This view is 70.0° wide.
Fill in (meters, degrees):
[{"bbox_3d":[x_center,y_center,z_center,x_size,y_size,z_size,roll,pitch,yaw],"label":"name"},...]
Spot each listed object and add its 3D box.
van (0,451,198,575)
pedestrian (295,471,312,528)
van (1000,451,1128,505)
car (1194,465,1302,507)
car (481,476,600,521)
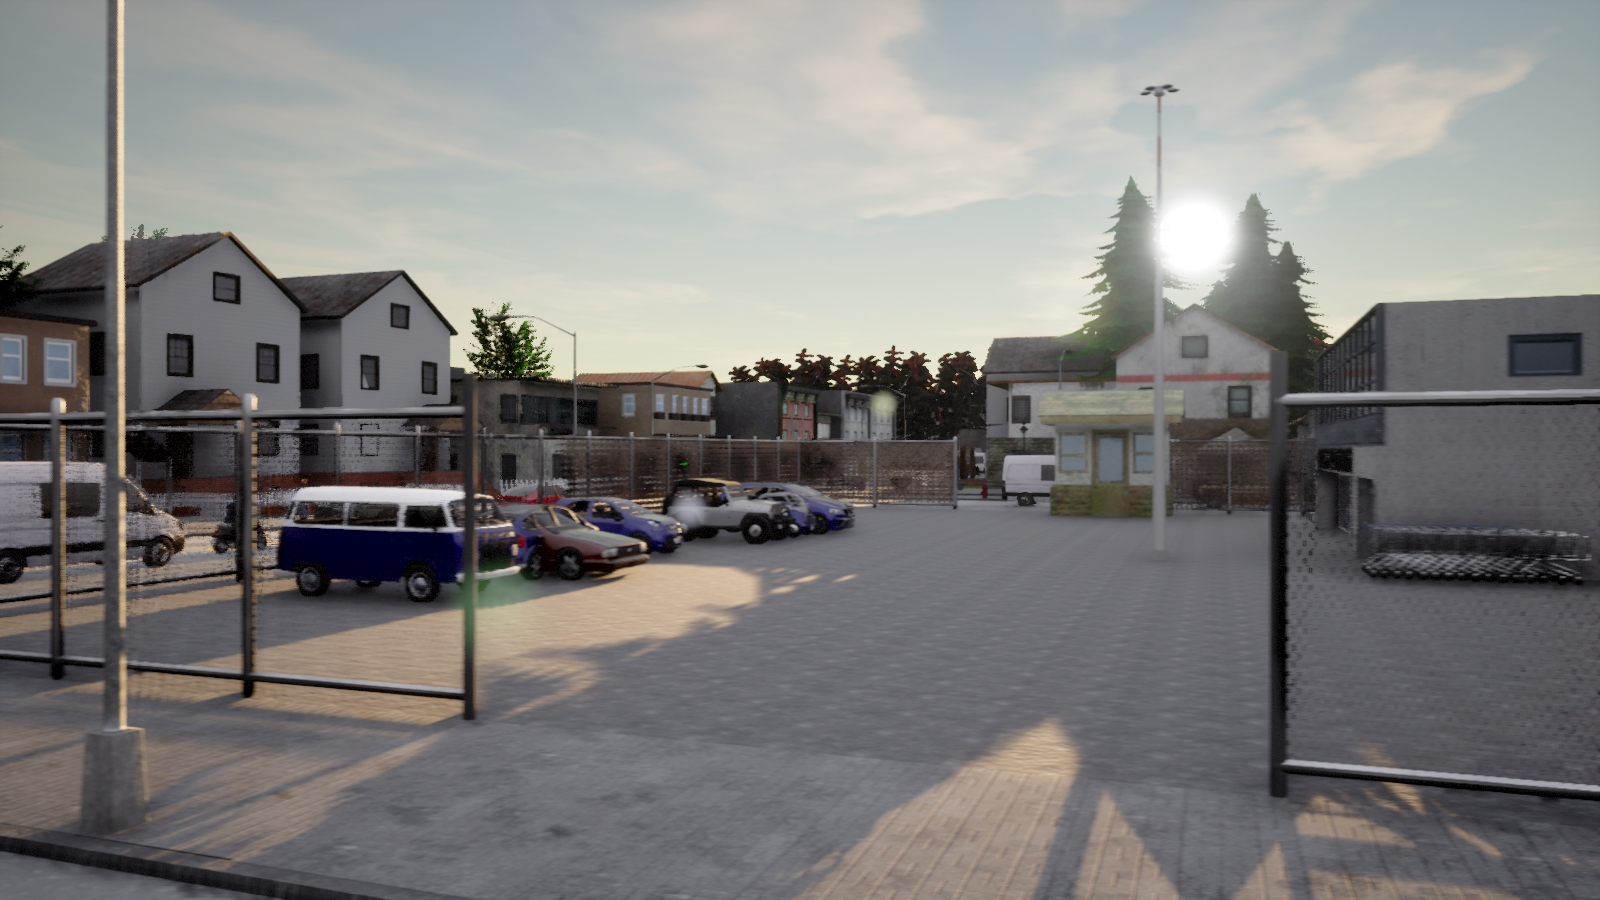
[{"bbox_3d":[-16.828,1.314,25.808,1.988,2.561,5.915,0,0,20],"label":"van"},{"bbox_3d":[-16.500,1.629,37.959,0.375,1.860,0.375,0,0,24],"label":"pedestrian"},{"bbox_3d":[12.949,1.315,56.084,5.915,2.561,1.988,0,0,20],"label":"van"},{"bbox_3d":[20.877,1.644,53.353,4.605,1.855,1.932,0,0,21],"label":"car"},{"bbox_3d":[-10.028,1.843,44.546,2.231,1.480,4.892,0,0,20],"label":"car"}]
